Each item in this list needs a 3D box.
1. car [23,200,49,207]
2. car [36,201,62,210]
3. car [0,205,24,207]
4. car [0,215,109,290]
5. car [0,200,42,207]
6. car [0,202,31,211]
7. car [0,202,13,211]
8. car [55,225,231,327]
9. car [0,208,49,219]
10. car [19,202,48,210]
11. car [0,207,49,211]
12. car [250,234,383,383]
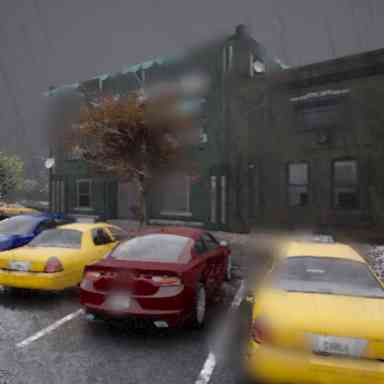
[{"bbox_3d":[-21.311,2.141,46.001,5.566,2.045,2.435,1,-1,15],"label":"car"},{"bbox_3d":[-28.826,2.685,67.095,4.553,1.767,2.185,0,-2,15],"label":"car"},{"bbox_3d":[-10.015,1.485,14.078,2.231,1.521,4.892,1,-1,16],"label":"car"},{"bbox_3d":[-2.741,1.485,9.101,1.946,1.575,5.366,0,-1,16],"label":"car"},{"bbox_3d":[-22.896,2.287,43.473,5.366,1.575,1.946,2,-2,15],"label":"car"},{"bbox_3d":[-32.842,2.602,61.549,5.366,1.575,1.946,0,-2,15],"label":"car"},{"bbox_3d":[-34.589,2.503,58.717,4.892,1.521,2.231,0,-2,15],"label":"car"},{"bbox_3d":[-0.370,1.486,7.202,2.097,1.535,5.008,0,-1,15],"label":"car"},{"bbox_3d":[-5.200,1.485,10.641,2.097,1.535,5.008,1,-1,16],"label":"car"},{"bbox_3d":[-30.701,2.737,64.291,4.792,1.488,2.163,0,-2,15],"label":"car"},{"bbox_3d":[-7.600,1.514,12.384,2.163,1.488,4.792,0,-1,16],"label":"car"},{"bbox_3d":[2.077,1.486,5.666,1.946,1.575,5.366,0,-1,16],"label":"car"}]
